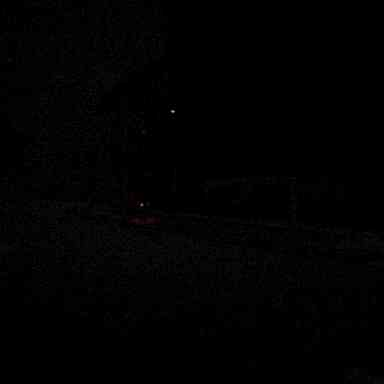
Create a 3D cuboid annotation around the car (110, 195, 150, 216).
[{"bbox_3d":[-6.233,1.281,33.088,2.150,2.045,5.566,0,0,-36],"label":"car"}]
